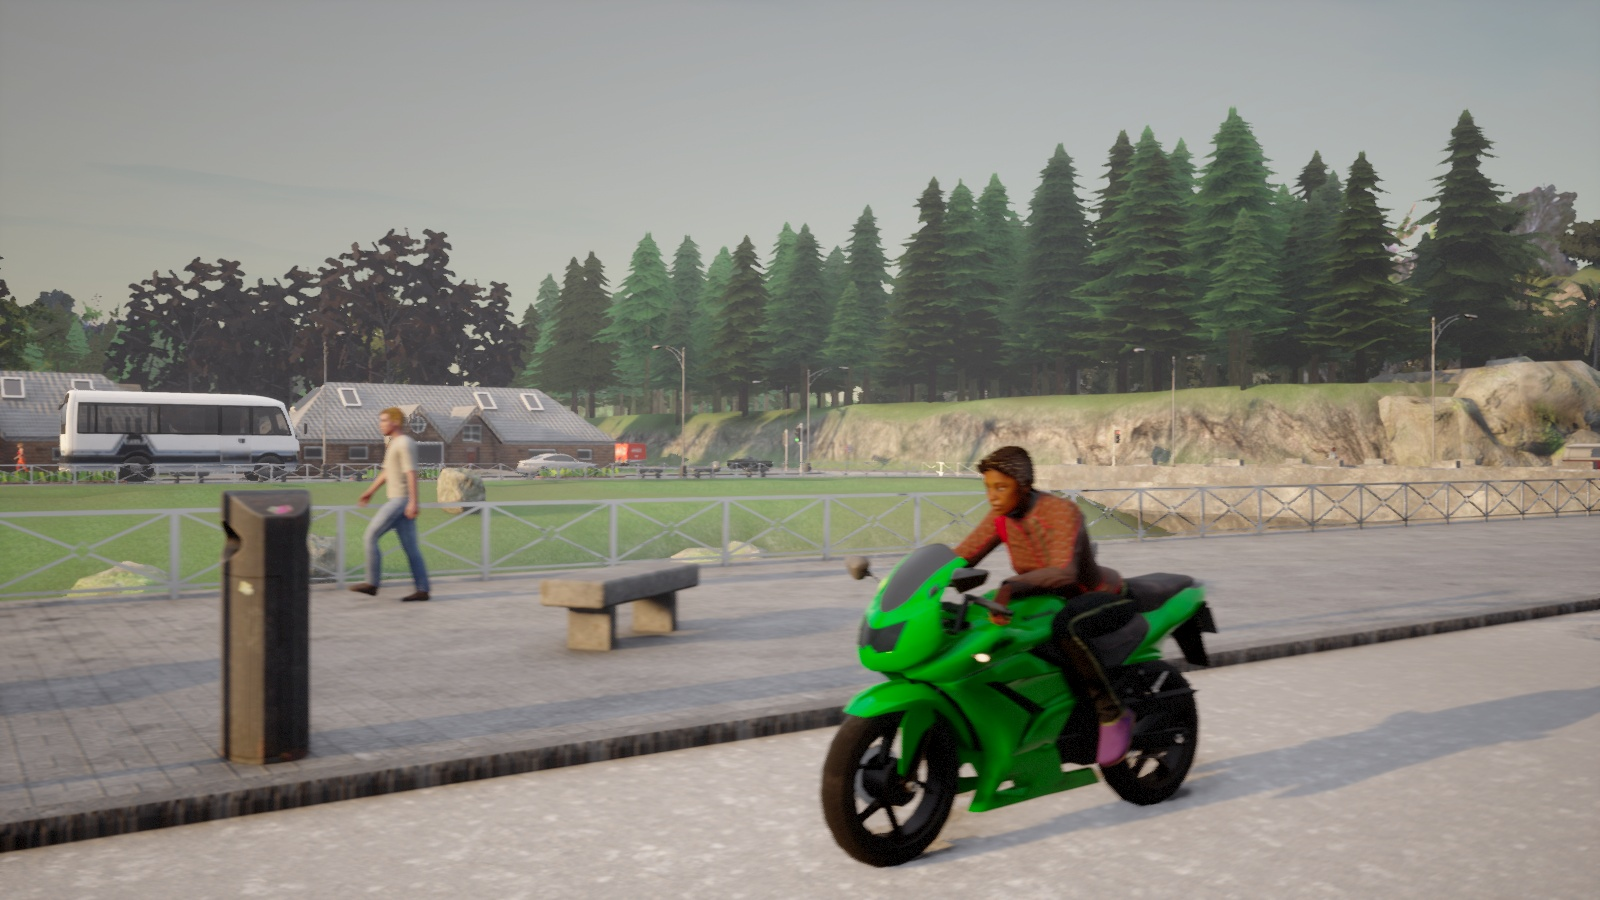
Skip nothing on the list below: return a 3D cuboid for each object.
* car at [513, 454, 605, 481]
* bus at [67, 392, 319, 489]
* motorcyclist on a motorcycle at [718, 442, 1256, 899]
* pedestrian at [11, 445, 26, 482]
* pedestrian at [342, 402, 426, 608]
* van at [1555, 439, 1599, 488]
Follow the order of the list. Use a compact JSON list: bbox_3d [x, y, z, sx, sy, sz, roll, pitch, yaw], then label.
[{"bbox_3d":[-13.411,0.971,70.051,4.674,1.442,1.812,0,0,-35],"label":"car"},{"bbox_3d":[-28.625,-0.425,59.473,10.273,4.253,3.944,0,0,-35],"label":"bus"},{"bbox_3d":[0.770,0.737,4.803,2.044,1.523,0.797,0,0,-35],"label":"motorcyclist on a motorcycle"},{"bbox_3d":[-39.236,0.692,63.055,0.594,1.836,0.345,0,0,-44],"label":"pedestrian"},{"bbox_3d":[-3.819,0.491,11.521,0.706,1.836,0.354,0,0,-23],"label":"pedestrian"},{"bbox_3d":[33.569,0.552,51.209,1.775,1.987,4.442,0,0,-35],"label":"van"}]
